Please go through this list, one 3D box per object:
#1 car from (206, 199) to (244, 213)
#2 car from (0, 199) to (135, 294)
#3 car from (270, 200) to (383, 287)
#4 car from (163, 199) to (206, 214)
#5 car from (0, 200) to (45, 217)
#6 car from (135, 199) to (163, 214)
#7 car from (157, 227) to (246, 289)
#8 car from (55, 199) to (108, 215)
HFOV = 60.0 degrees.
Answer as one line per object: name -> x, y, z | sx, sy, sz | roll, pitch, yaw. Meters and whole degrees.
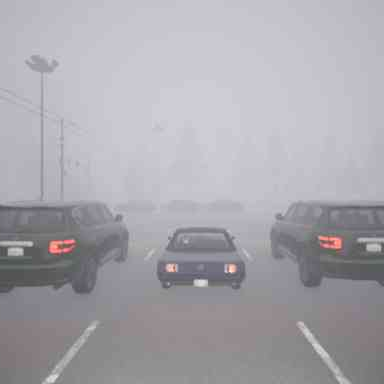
car -> 3.411, 1.508, 36.793 | 4.892, 1.490, 1.837 | 0, -1, 44
car -> -3.257, 1.222, 8.965 | 2.150, 2.045, 5.566 | 0, 0, 2
car -> 3.758, 1.223, 9.416 | 2.150, 2.045, 5.566 | 0, 0, 2
car -> -1.268, 1.508, 36.156 | 4.892, 1.490, 1.837 | 0, -1, 36
car -> -16.620, 1.506, 31.169 | 4.892, 1.490, 1.837 | 0, -1, 9
car -> -6.015, 1.494, 35.043 | 4.902, 1.511, 2.128 | 0, 0, 28
car -> 0.250, 1.602, 9.114 | 1.895, 1.301, 4.718 | 0, 0, 2
car -> -11.113, 1.507, 33.403 | 4.892, 1.490, 1.837 | 0, -1, 19
